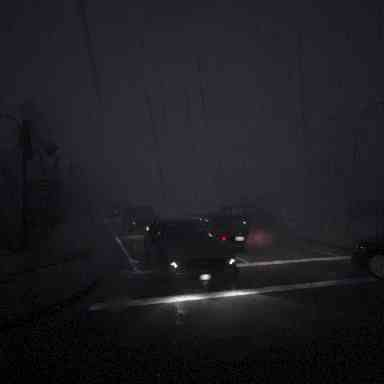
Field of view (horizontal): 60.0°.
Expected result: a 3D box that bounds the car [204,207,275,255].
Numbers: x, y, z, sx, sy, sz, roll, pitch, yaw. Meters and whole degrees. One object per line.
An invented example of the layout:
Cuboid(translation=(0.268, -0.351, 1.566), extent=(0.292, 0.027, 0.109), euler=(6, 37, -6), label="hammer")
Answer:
Cuboid(translation=(1.363, 1.539, 13.141), extent=(2.033, 1.411, 5.357), euler=(0, 0, -4), label="car")

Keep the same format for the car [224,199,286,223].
Cuboid(translation=(2.869, 1.467, 19.792), extent=(5.357, 1.411, 2.033), euler=(-3, 1, -19), label="car")

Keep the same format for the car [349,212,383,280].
Cuboid(translation=(6.646, 1.475, 8.145), extent=(5.008, 1.535, 1.882), euler=(0, 0, 38), label="car")

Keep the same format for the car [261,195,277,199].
Cuboid(translation=(10.273, 1.277, 47.159), extent=(2.152, 1.636, 5.027), euler=(0, 0, -17), label="car")

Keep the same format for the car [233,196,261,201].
Cuboid(translation=(7.287, 1.287, 46.197), extent=(2.007, 1.523, 4.514), euler=(0, 0, -17), label="car")

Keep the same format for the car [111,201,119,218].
Cuboid(translation=(-6.301, 1.516, 30.108), extent=(2.033, 1.411, 5.357), euler=(0, 0, -17), label="car")

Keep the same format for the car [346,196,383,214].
Cuboid(translation=(15.557, 1.356, 29.256), extent=(1.970, 1.475, 3.806), euler=(0, 0, -17), label="car")

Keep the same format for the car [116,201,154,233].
Cuboid(translation=(-3.121, 1.529, 19.963), extent=(2.033, 1.411, 5.357), euler=(0, 0, -17), label="car")

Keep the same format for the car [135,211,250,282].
Cuboid(translation=(-0.369, 1.543, 10.134), extent=(2.033, 1.411, 5.357), euler=(0, 0, -15), label="car")

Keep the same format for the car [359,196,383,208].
Cuboid(translation=(23.838, 1.273, 43.259), extent=(1.845, 1.501, 3.633), euler=(0, 0, -17), label="car")
